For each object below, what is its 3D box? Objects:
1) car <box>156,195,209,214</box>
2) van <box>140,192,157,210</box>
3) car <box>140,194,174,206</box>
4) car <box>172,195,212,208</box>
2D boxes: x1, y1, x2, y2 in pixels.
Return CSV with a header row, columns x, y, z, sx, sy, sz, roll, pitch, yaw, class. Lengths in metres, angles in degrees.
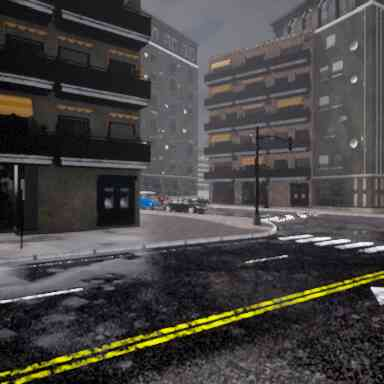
x,y,z,sx,sy,sz,roll,pitch,yaw,class
-0.653,1.182,29.263,4.403,1.369,2.008,1,-1,37,car
-5.072,0.857,32.572,3.998,1.788,1.690,1,-1,37,van
-4.461,1.019,42.571,4.206,1.307,1.802,1,0,37,car
-0.035,1.103,39.263,4.403,1.369,2.008,1,0,37,car
